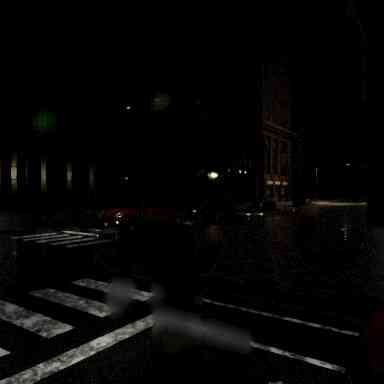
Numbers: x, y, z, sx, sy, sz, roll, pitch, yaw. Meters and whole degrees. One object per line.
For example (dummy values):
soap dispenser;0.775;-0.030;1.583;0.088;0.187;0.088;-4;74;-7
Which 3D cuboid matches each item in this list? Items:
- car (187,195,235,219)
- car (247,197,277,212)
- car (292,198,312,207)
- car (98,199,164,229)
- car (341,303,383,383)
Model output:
car;1.823;1.259;29.989;2.150;2.045;5.566;0;0;36
car;8.157;1.400;38.782;2.097;1.767;4.553;0;0;35
car;16.727;1.633;50.574;1.994;1.385;4.181;0;0;36
car;-3.920;1.376;21.976;2.097;1.767;4.553;0;0;35
car;3.534;1.221;1.168;5.566;2.045;2.150;0;0;36
